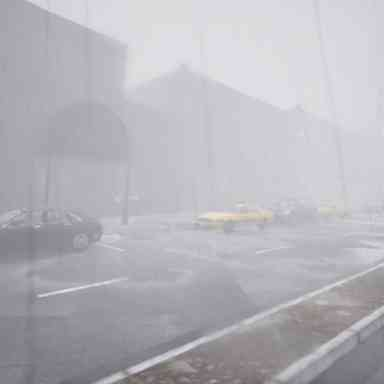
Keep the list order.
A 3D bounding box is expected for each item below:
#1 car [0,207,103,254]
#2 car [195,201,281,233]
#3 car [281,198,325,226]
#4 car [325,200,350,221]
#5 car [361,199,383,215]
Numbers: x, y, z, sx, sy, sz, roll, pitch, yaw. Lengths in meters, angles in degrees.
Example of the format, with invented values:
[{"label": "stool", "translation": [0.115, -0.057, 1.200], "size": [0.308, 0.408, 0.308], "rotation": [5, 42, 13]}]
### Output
[{"label": "car", "translation": [-5.427, 1.265, 11.135], "size": [4.892, 1.521, 2.231], "rotation": [0, 1, -43]}, {"label": "car", "translation": [2.505, 1.322, 18.549], "size": [5.366, 1.575, 1.946], "rotation": [0, 1, -43]}, {"label": "car", "translation": [6.705, 1.233, 22.467], "size": [4.553, 1.767, 2.185], "rotation": [0, 1, -43]}, {"label": "car", "translation": [10.588, 1.386, 26.087], "size": [5.366, 1.575, 1.946], "rotation": [0, 1, -43]}, {"label": "car", "translation": [18.808, 1.454, 33.756], "size": [4.892, 1.521, 2.231], "rotation": [0, 1, -43]}]
